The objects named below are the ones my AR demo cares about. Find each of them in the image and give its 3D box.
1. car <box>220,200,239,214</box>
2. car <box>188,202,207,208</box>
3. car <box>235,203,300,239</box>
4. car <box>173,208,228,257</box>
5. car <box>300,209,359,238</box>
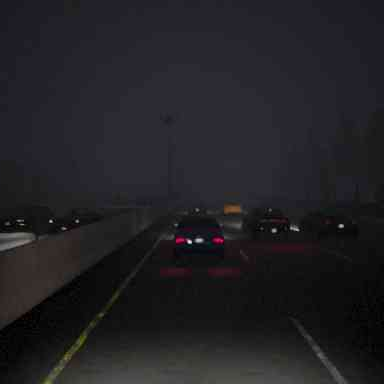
[{"bbox_3d":[4.051,1.612,34.887,1.882,1.535,5.008,0,0,1],"label":"car"},{"bbox_3d":[0.538,1.687,33.987,1.994,1.385,4.181,0,0,1],"label":"car"},{"bbox_3d":[3.824,1.564,17.747,2.128,1.511,4.902,0,0,1],"label":"car"},{"bbox_3d":[0.260,1.595,13.032,2.033,1.411,5.357,0,0,1],"label":"car"},{"bbox_3d":[7.331,1.646,18.274,1.994,1.385,4.181,0,0,1],"label":"car"}]
